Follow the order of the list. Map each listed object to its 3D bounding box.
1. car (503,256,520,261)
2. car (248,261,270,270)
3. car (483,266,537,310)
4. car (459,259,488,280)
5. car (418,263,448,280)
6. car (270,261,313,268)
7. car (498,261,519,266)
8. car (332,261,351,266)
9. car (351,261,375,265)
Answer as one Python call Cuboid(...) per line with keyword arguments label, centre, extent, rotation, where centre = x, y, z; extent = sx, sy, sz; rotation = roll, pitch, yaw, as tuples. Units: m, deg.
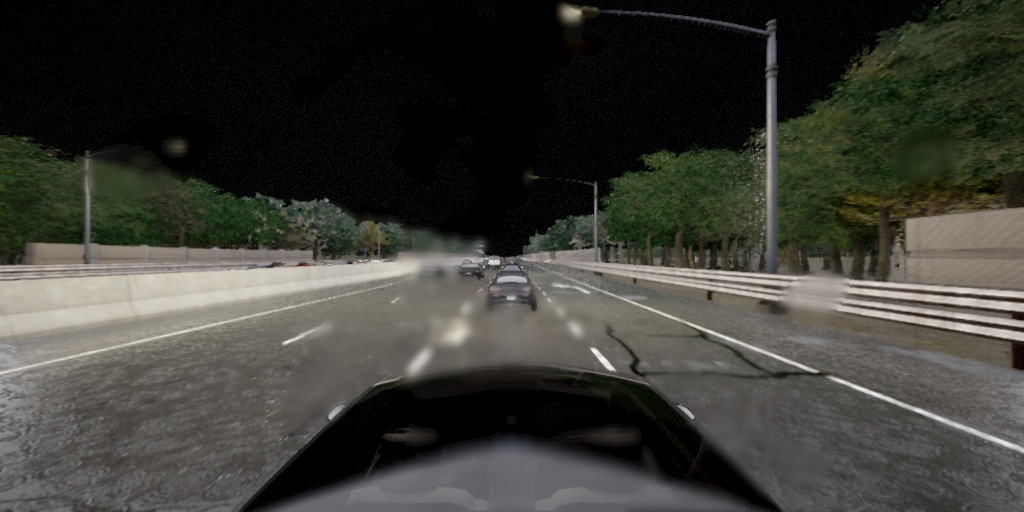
Cuboid(label="car", centre=(0.029, 1.101, 57.803), extent=(2.150, 2.045, 5.566), rotation=(0, 0, 0))
Cuboid(label="car", centre=(-28.037, 1.336, 41.412), extent=(1.882, 1.535, 5.008), rotation=(0, 0, 0))
Cuboid(label="car", centre=(0.007, 1.304, 14.663), extent=(1.812, 1.442, 4.674), rotation=(0, 0, 0))
Cuboid(label="car", centre=(-3.485, 1.310, 31.922), extent=(1.882, 1.535, 5.008), rotation=(0, 0, 0))
Cuboid(label="car", centre=(-6.985, 1.325, 31.914), extent=(2.128, 1.511, 4.902), rotation=(0, 0, 0))
Cuboid(label="car", centre=(-24.554, 1.334, 40.628), extent=(1.882, 1.535, 5.008), rotation=(0, 0, 0))
Cuboid(label="car", centre=(0.016, 1.396, 31.898), extent=(1.994, 1.385, 4.181), rotation=(0, 0, 0))
Cuboid(label="car", centre=(-21.035, 1.368, 44.831), extent=(1.837, 1.490, 4.892), rotation=(0, 0, 0))
Cuboid(label="car", centre=(-17.542, 1.463, 44.128), extent=(1.895, 1.301, 4.718), rotation=(0, 0, 0))
